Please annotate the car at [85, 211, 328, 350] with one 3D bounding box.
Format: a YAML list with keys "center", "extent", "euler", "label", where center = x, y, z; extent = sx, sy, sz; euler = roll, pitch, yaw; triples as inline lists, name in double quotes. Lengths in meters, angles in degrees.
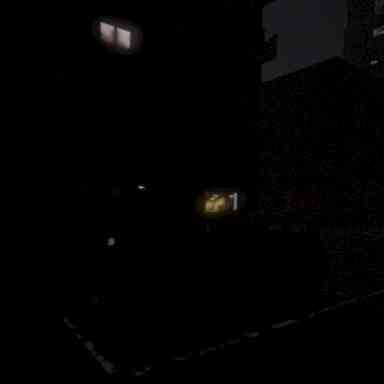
- center: [0.600, 1.355, 6.488]
  extent: [5.009, 1.841, 2.192]
  euler: [1, 1, -35]
  label: "car"
